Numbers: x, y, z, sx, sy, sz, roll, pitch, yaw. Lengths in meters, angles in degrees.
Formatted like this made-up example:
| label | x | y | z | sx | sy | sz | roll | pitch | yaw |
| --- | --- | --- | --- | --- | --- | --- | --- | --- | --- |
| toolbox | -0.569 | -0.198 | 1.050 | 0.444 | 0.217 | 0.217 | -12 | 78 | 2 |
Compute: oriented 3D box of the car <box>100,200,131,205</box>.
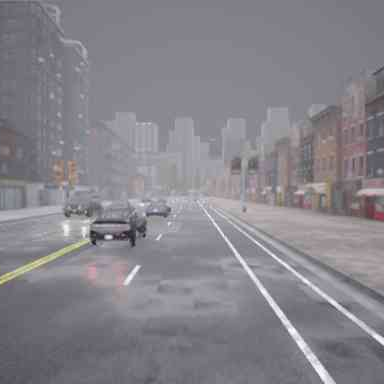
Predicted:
| label | x | y | z | sx | sy | sz | roll | pitch | yaw |
| --- | --- | --- | --- | --- | --- | --- | --- | --- | --- |
| car | -6.594 | 1.529 | 30.453 | 1.837 | 1.490 | 4.892 | 0 | 0 | 0 |

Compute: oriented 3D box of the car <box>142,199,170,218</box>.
| label | x | y | z | sx | sy | sz | roll | pitch | yaw |
| --- | --- | --- | --- | --- | --- | --- | --- | --- | --- |
| car | -3.149 | 1.589 | 30.954 | 1.994 | 1.385 | 4.181 | 0 | 0 | 0 |

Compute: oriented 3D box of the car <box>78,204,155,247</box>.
| label | x | y | z | sx | sy | sz | roll | pitch | yaw |
| --- | --- | --- | --- | --- | --- | --- | --- | --- | --- |
| car | -3.152 | 1.496 | 15.036 | 2.128 | 1.511 | 4.902 | 0 | 0 | 0 |

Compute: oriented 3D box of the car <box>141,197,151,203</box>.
| label | x | y | z | sx | sy | sz | roll | pitch | yaw |
| --- | --- | --- | --- | --- | --- | --- | --- | --- | --- |
| car | -9.744 | 1.728 | 71.037 | 1.895 | 1.301 | 4.718 | 0 | 0 | 0 |

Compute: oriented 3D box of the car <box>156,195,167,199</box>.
| label | x | y | z | sx | sy | sz | roll | pitch | yaw |
| --- | --- | --- | --- | --- | --- | --- | --- | --- | --- |
| car | -6.494 | 1.489 | 71.098 | 2.097 | 1.767 | 4.553 | 0 | 0 | 0 |

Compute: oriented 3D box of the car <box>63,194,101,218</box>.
| label | x | y | z | sx | sy | sz | roll | pitch | yaw |
| --- | --- | --- | --- | --- | --- | --- | --- | --- | --- |
| car | -9.846 | 1.246 | 30.552 | 2.150 | 2.045 | 5.566 | 0 | 0 | 0 |
